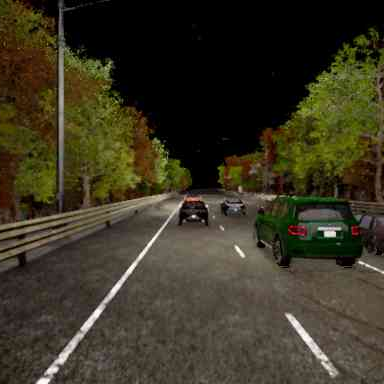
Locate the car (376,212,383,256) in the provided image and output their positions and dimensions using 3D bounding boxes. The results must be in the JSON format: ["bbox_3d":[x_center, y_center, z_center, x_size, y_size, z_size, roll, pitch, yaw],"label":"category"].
[{"bbox_3d":[7.104,1.483,12.772,2.033,1.411,5.357,0,1,0],"label":"car"}]

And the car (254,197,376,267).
[{"bbox_3d":[3.603,1.169,11.362,2.150,2.045,5.566,0,0,0],"label":"car"}]

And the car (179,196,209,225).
[{"bbox_3d":[0.108,1.313,22.810,1.882,1.535,5.008,0,1,0],"label":"car"}]

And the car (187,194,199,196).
[{"bbox_3d":[0.114,0.991,41.481,2.097,1.767,4.553,0,1,0],"label":"car"}]

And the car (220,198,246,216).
[{"bbox_3d":[3.610,1.251,29.956,2.128,1.511,4.902,0,1,0],"label":"car"}]
